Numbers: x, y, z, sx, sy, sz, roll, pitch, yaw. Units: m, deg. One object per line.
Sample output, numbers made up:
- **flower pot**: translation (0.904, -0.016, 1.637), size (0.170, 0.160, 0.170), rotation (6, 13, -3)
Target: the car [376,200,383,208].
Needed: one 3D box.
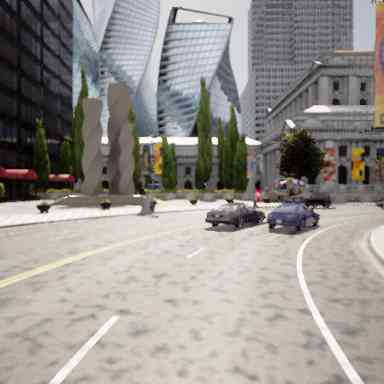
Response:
- **car**: translation (24.757, 1.242, 40.227), size (4.902, 1.511, 2.128), rotation (0, 0, -13)

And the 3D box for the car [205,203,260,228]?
- **car**: translation (2.821, 1.402, 20.916), size (2.033, 1.411, 5.357), rotation (0, 0, 34)

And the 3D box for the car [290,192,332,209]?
- **car**: translation (14.331, 0.958, 40.181), size (5.566, 2.045, 2.150), rotation (0, 0, -26)

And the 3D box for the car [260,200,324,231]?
- **car**: translation (6.011, 1.395, 19.574), size (1.812, 1.442, 4.674), rotation (0, 0, 37)
